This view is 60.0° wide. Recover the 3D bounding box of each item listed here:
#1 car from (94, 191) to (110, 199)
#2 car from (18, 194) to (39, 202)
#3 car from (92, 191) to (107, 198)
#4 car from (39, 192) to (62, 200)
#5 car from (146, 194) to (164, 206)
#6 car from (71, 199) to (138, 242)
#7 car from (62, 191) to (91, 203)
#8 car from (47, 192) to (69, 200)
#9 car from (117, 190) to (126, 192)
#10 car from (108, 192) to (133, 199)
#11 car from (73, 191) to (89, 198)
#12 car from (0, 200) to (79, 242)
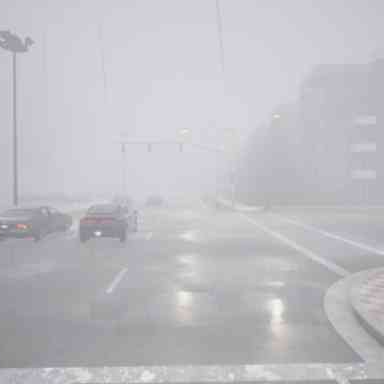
[{"bbox_3d":[-16.250,0.619,61.120,2.033,1.411,5.357,0,1,0],"label":"car"},{"bbox_3d":[-23.268,0.874,47.758,1.895,1.301,4.718,0,1,0],"label":"car"},{"bbox_3d":[-19.730,0.504,71.289,1.895,1.301,4.718,0,1,0],"label":"car"},{"bbox_3d":[-19.774,0.743,48.298,1.882,1.535,5.008,0,1,0],"label":"car"},{"bbox_3d":[-4.524,0.945,40.701,1.994,1.385,4.181,0,1,-1],"label":"car"},{"bbox_3d":[-3.635,1.274,15.047,1.837,1.490,4.892,0,1,-1],"label":"car"},{"bbox_3d":[-16.280,0.805,47.359,1.812,1.442,4.674,0,1,3],"label":"car"},{"bbox_3d":[-23.276,0.684,57.869,1.994,1.385,4.181,0,1,1],"label":"car"},{"bbox_3d":[-16.225,0.206,75.735,1.882,1.535,5.008,0,1,0],"label":"car"},{"bbox_3d":[-7.988,1.015,38.490,1.895,1.301,4.718,0,1,-1],"label":"car"},{"bbox_3d":[-23.232,0.492,69.671,1.994,1.385,4.181,0,1,0],"label":"car"},{"bbox_3d":[-7.125,1.317,15.065,2.033,1.411,5.357,0,1,-2],"label":"car"}]
